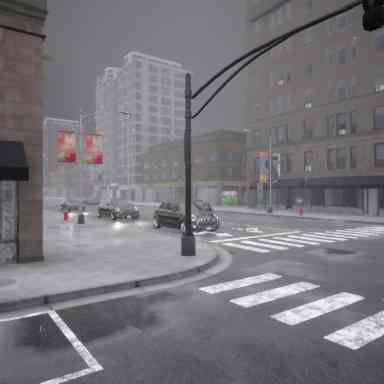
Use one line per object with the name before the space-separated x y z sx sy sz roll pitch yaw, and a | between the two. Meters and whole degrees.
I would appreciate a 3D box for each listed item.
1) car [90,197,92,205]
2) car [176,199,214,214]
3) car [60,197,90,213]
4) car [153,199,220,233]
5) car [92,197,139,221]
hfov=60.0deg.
car | -16.149 1.464 52.540 2.033 1.411 5.357 0 0 -36
car | 0.268 1.512 35.362 1.994 1.385 4.181 0 0 -36
car | -13.412 1.450 37.324 1.837 1.490 4.892 0 1 -36
car | -0.430 1.332 19.338 2.097 1.767 4.553 0 0 -36
car | -6.111 1.317 27.200 2.097 1.767 4.553 0 0 -36
